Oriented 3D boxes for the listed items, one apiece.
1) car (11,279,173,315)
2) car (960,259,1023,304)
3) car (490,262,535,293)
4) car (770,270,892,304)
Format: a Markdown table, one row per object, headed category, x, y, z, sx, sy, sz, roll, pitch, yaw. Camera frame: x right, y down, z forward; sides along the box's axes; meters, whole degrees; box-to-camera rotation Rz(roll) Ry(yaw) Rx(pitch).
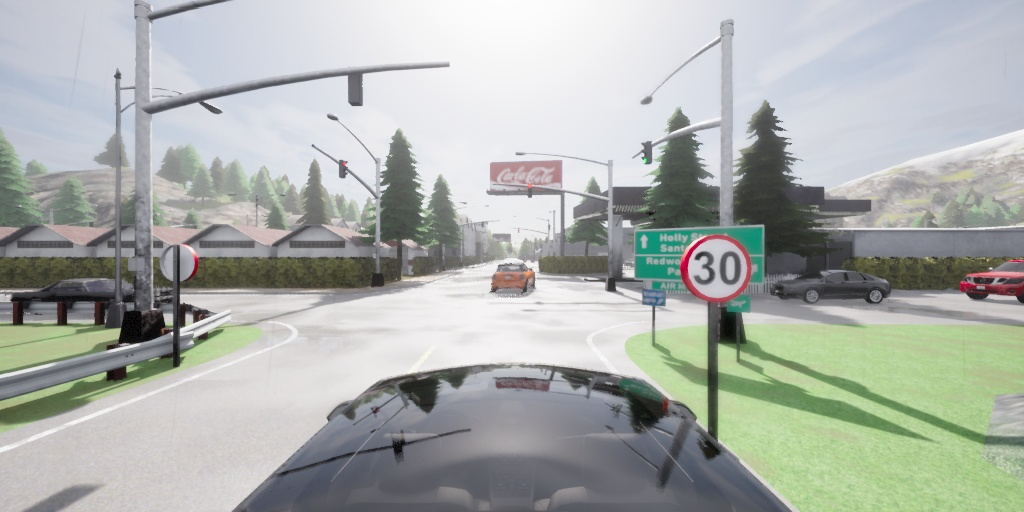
| category | x | y | z | sx | sy | sz | roll | pitch | yaw |
| --- | --- | --- | --- | --- | --- | --- | --- | --- | --- |
| car | -15.994 | 1.542 | 13.981 | 4.718 | 1.301 | 1.895 | 0 | 0 | 1 |
| car | 25.177 | 1.163 | 17.127 | 5.566 | 2.045 | 2.150 | 0 | 0 | 0 |
| car | 0.134 | 1.140 | 21.922 | 2.097 | 1.767 | 4.553 | 0 | 2 | 10 |
| car | 15.207 | 1.446 | 17.262 | 4.892 | 1.490 | 1.837 | 0 | 0 | 1 |
